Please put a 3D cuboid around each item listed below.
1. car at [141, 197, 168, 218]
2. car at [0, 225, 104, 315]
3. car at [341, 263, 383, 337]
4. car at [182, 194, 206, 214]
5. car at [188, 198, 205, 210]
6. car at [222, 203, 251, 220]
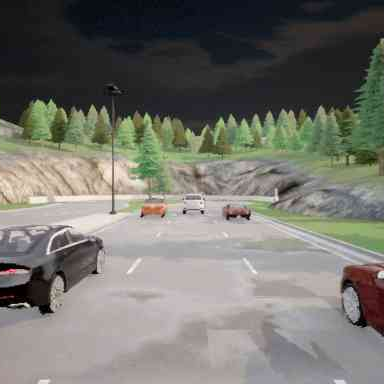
[{"bbox_3d":[-3.385,1.350,30.679,2.097,1.767,4.553,0,0,0],"label":"car"},{"bbox_3d":[-3.397,1.491,7.544,2.128,1.511,4.902,0,0,0],"label":"car"},{"bbox_3d":[3.602,1.478,3.993,1.882,1.535,5.008,0,0,0],"label":"car"},{"bbox_3d":[0.153,1.221,35.266,2.150,2.045,5.566,0,0,0],"label":"car"},{"bbox_3d":[0.670,1.564,44.611,1.994,1.385,4.181,0,0,6],"label":"car"},{"bbox_3d":[3.610,1.601,27.740,1.895,1.301,4.718,0,0,0],"label":"car"}]
